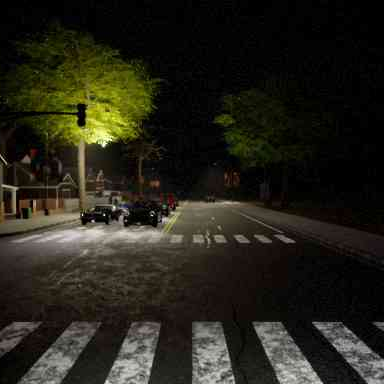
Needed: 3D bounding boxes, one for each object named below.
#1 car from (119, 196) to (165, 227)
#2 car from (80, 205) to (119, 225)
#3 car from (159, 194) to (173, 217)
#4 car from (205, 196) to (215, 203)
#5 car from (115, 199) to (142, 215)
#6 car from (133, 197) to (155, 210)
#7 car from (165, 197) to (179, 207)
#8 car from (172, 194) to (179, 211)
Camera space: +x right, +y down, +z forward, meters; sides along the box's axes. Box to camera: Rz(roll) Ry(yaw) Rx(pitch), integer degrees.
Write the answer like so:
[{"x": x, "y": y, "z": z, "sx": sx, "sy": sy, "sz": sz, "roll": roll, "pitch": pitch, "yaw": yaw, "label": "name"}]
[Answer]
[{"x": -3.238, "y": 1.346, "z": 22.524, "sx": 2.097, "sy": 1.767, "sz": 4.553, "roll": 0, "pitch": 0, "yaw": 0, "label": "car"}, {"x": -6.479, "y": 1.594, "z": 24.021, "sx": 1.895, "sy": 1.301, "sz": 4.718, "roll": 0, "pitch": 0, "yaw": 0, "label": "car"}, {"x": -3.193, "y": 1.344, "z": 31.381, "sx": 2.097, "sy": 1.767, "sz": 4.553, "roll": 0, "pitch": 0, "yaw": 0, "label": "car"}, {"x": 3.677, "y": 1.506, "z": 67.636, "sx": 1.837, "sy": 1.490, "sz": 4.892, "roll": 0, "pitch": 0, "yaw": 1, "label": "car"}, {"x": -6.419, "y": 1.518, "z": 34.193, "sx": 1.812, "sy": 1.442, "sz": 4.674, "roll": 0, "pitch": 0, "yaw": 0, "label": "car"}, {"x": -6.369, "y": 1.486, "z": 44.633, "sx": 2.128, "sy": 1.511, "sz": 4.902, "roll": 0, "pitch": 0, "yaw": 1, "label": "car"}, {"x": -3.056, "y": 1.501, "z": 51.655, "sx": 1.837, "sy": 1.490, "sz": 4.892, "roll": 0, "pitch": 0, "yaw": 1, "label": "car"}, {"x": -3.143, "y": 1.215, "z": 41.216, "sx": 2.150, "sy": 2.045, "sz": 5.566, "roll": 0, "pitch": 0, "yaw": 1, "label": "car"}]
